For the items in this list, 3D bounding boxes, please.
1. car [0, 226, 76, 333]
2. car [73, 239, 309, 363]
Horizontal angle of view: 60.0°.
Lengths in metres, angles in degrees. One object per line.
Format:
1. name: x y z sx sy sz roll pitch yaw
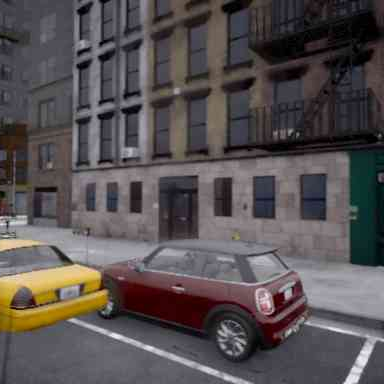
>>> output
1. car: -4.018 1.613 6.882 5.366 1.575 1.801 -1 -2 37
2. car: -0.097 1.598 6.230 4.097 1.590 1.967 -1 -2 37
